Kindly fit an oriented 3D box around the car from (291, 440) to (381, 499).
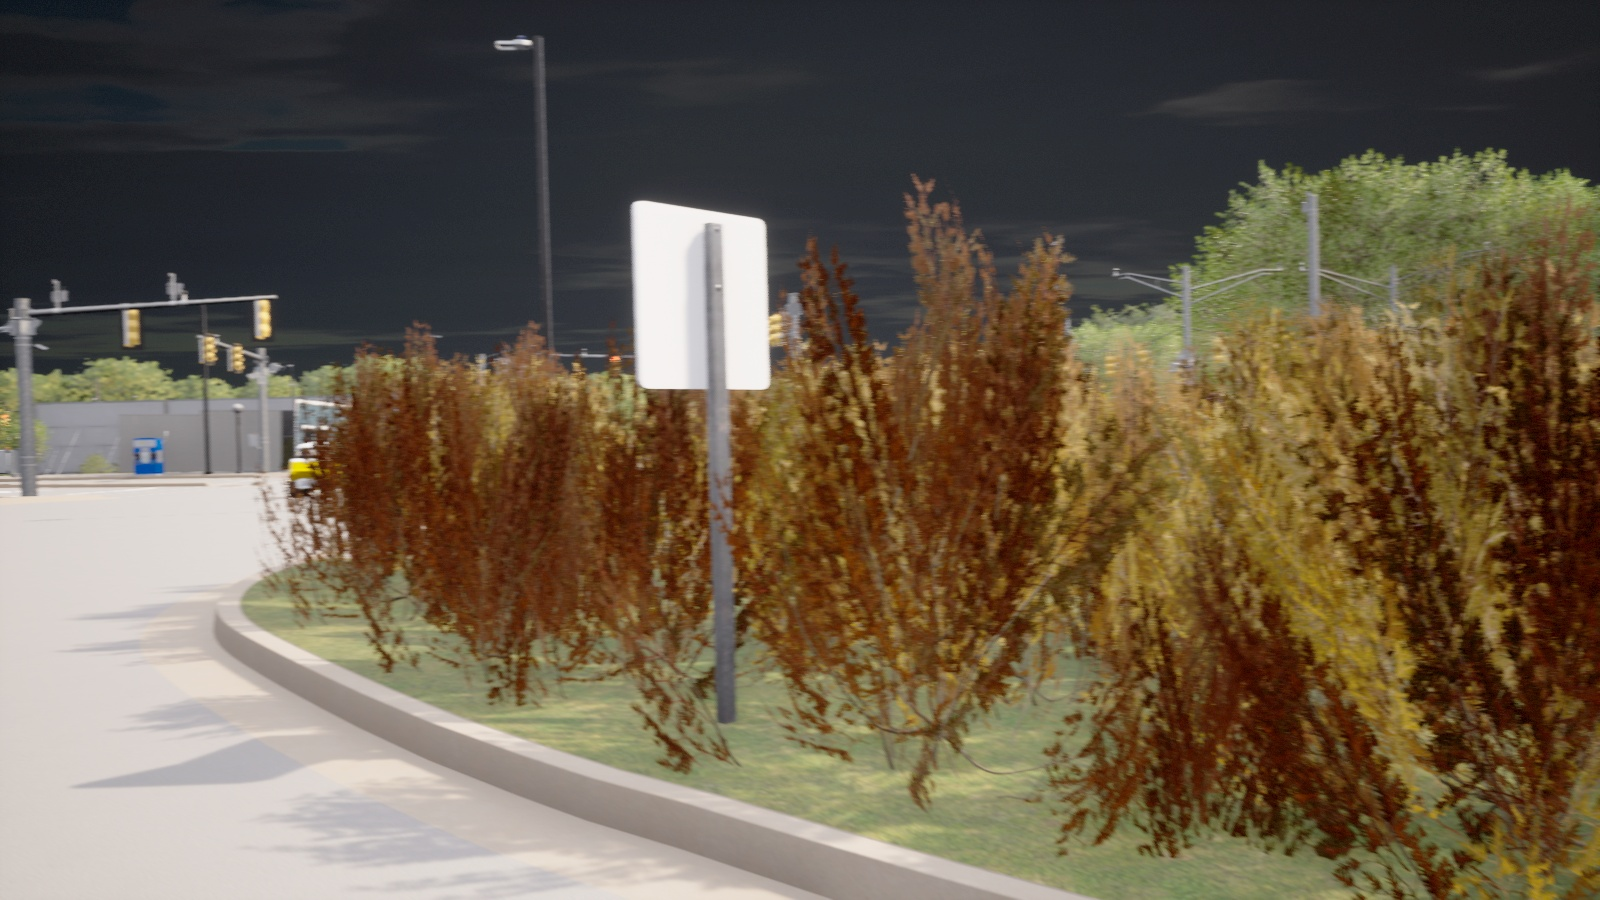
[{"bbox_3d":[-11.551,0.465,31.363,1.481,1.376,2.207,-2,0,-3],"label":"car"}]
